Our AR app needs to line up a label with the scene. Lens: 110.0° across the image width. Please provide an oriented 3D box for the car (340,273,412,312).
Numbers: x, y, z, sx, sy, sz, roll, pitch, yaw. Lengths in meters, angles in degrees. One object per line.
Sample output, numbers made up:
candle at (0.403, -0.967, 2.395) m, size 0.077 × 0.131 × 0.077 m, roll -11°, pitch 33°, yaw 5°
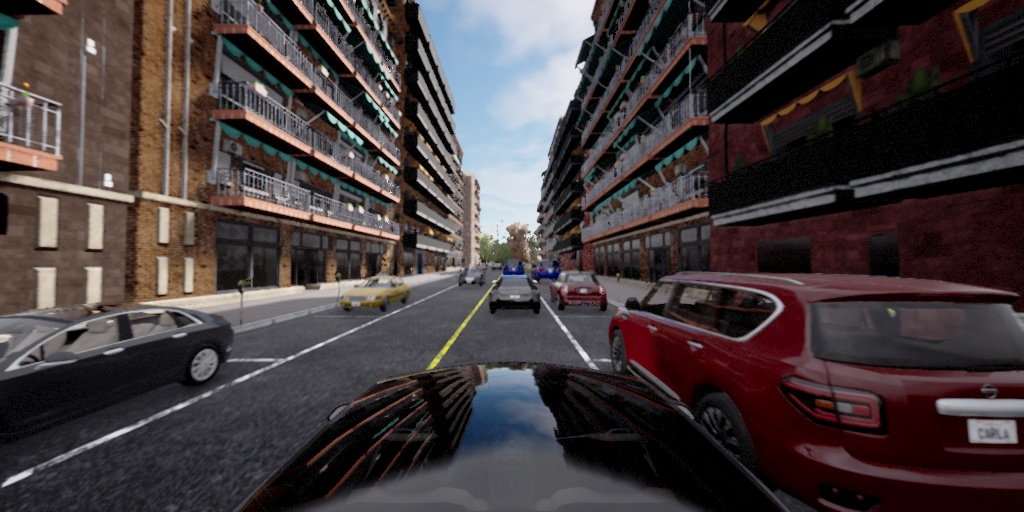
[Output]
car at (-5.664, 1.451, 15.407) m, size 1.751 × 1.417 × 4.829 m, roll 0°, pitch 0°, yaw 0°

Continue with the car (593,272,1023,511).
car at (2.694, 1.099, 4.391) m, size 2.192 × 1.841 × 5.009 m, roll 0°, pitch 0°, yaw 0°

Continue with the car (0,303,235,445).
car at (-5.686, 1.335, 4.442) m, size 2.007 × 1.370 × 4.403 m, roll 0°, pitch 0°, yaw 0°

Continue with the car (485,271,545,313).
car at (0.117, 1.483, 15.047) m, size 1.994 × 1.385 × 4.181 m, roll 0°, pitch -1°, yaw 0°

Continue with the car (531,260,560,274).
car at (3.167, 1.367, 32.261) m, size 2.150 × 2.045 × 5.566 m, roll 0°, pitch -1°, yaw 0°

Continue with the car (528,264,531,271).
car at (3.188, 1.581, 39.200) m, size 2.097 × 1.767 × 4.553 m, roll 0°, pitch -1°, yaw 0°

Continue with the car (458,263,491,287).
car at (-3.047, 1.576, 28.111) m, size 2.128 × 1.511 × 4.902 m, roll 0°, pitch -1°, yaw 0°

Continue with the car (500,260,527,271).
car at (0.171, 1.422, 36.975) m, size 2.150 × 2.045 × 5.566 m, roll 0°, pitch -1°, yaw 0°

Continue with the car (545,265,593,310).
car at (2.717, 1.365, 15.526) m, size 1.967 × 1.591 × 4.097 m, roll 0°, pitch 0°, yaw 0°
